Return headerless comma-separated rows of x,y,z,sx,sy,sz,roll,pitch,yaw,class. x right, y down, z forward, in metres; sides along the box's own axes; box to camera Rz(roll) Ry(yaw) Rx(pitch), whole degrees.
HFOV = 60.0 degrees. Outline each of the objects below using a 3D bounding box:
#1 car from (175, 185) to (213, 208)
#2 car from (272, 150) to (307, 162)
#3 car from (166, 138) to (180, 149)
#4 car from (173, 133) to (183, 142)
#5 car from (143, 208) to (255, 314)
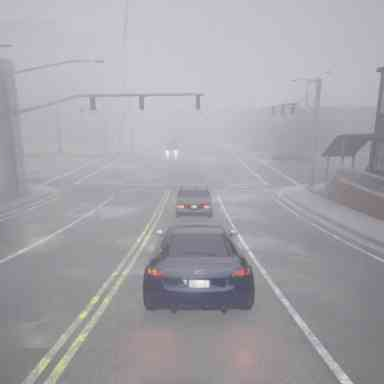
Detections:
0.101,0.360,17.284,2.033,1.411,5.357,0,8,0,car
12.058,-4.510,41.342,4.181,1.385,1.994,0,12,0,car
-3.546,-8.355,59.026,1.895,1.301,4.718,0,12,-1,car
-3.466,-11.625,73.562,2.128,1.511,4.902,0,12,0,car
0.106,1.345,7.397,1.994,1.385,4.181,0,3,0,car
